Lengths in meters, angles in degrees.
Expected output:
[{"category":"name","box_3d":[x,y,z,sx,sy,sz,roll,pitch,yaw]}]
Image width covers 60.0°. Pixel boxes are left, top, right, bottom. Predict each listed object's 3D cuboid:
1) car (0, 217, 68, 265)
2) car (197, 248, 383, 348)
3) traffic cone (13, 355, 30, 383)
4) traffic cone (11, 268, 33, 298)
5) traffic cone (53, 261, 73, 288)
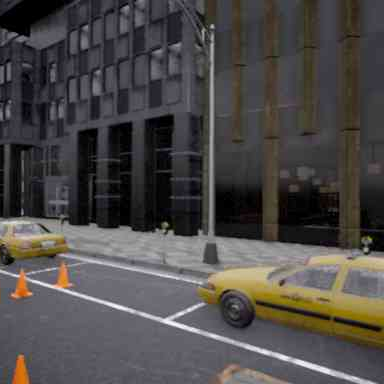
[{"category":"car","box_3d":[-6.401,1.597,11.899,4.829,1.417,1.752,0,-1,37]},{"category":"car","box_3d":[2.330,1.594,5.416,4.829,1.417,1.752,0,-1,37]},{"category":"traffic cone","box_3d":[-1.762,1.979,3.421,0.340,0.580,0.340,0,-1,37]},{"category":"traffic cone","box_3d":[-3.782,2.002,7.411,0.340,0.580,0.340,0,-1,37]},{"category":"traffic cone","box_3d":[-3.186,2.014,8.214,0.340,0.580,0.340,0,-1,37]}]
